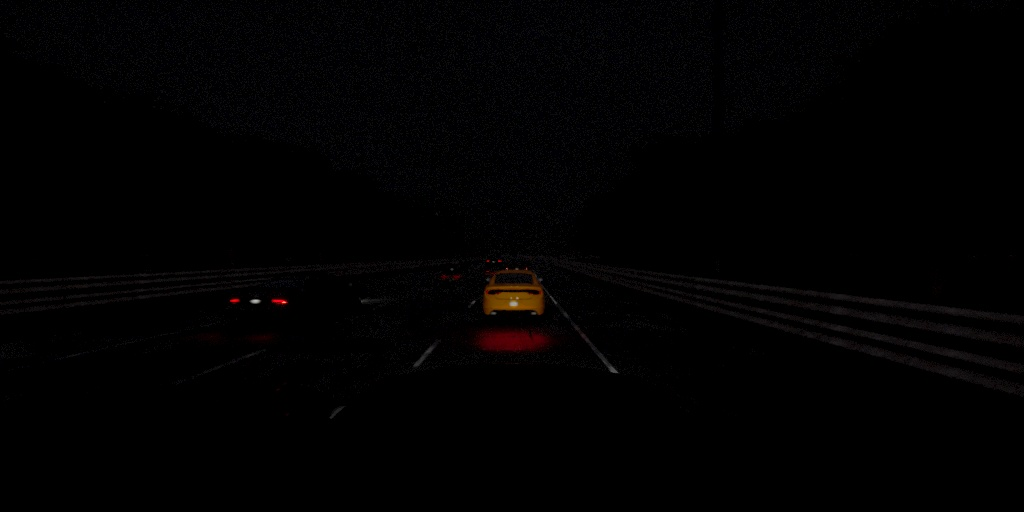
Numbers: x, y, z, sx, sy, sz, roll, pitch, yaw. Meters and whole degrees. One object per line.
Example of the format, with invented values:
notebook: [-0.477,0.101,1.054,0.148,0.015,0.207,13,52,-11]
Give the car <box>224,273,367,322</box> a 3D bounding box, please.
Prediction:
car: [-6.901,1.276,12.217,2.033,1.411,5.357,0,0,1]

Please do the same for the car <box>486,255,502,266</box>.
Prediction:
car: [-2.236,0.858,49.188,2.150,2.045,5.566,0,0,3]

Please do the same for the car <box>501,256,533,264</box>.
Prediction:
car: [0.453,1.047,30.595,2.097,1.767,4.553,0,0,2]

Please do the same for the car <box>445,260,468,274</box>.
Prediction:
car: [-6.158,1.187,39.718,1.812,1.442,4.674,0,0,2]

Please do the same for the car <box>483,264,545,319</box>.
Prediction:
car: [0.077,1.211,12.691,1.882,1.535,5.008,0,0,1]
